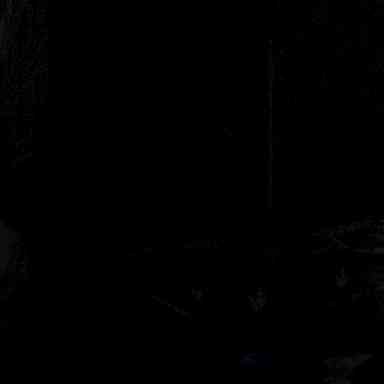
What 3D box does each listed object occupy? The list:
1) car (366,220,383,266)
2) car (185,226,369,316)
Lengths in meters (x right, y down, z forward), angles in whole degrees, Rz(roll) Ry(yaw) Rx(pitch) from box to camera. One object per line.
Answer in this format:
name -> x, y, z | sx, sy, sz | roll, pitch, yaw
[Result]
car -> 6.371, 1.583, 10.731 | 4.206, 1.307, 1.802 | 0, 0, -35
car -> 1.878, 1.566, 7.527 | 4.313, 1.339, 1.947 | 0, 0, -35
